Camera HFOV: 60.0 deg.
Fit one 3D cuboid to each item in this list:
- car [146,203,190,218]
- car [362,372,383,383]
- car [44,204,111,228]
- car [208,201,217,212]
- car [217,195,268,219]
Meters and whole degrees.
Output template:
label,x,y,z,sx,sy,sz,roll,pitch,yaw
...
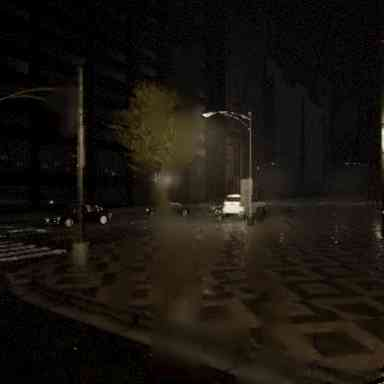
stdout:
label,x,y,z,sx,sy,sz,roll,pitch,yaw
car,-2.227,1.707,31.614,1.895,1.301,4.718,0,0,35
car,2.584,1.427,1.116,4.097,1.590,1.967,-1,0,36
car,-7.965,1.632,23.538,1.837,1.490,4.892,0,0,35
car,3.722,1.610,39.979,1.812,1.442,4.674,0,0,35
car,4.886,1.296,30.077,2.150,2.045,5.566,0,0,35
